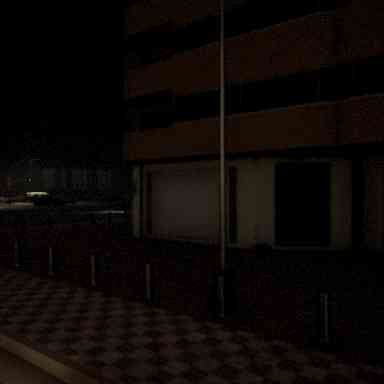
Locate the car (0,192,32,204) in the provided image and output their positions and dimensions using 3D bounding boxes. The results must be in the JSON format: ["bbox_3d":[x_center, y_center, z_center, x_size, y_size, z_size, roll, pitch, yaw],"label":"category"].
[{"bbox_3d":[-36.837,1.205,69.628,1.932,1.855,4.605,0,0,35],"label":"car"}]

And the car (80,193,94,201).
[{"bbox_3d":[-26.777,1.206,83.972,1.905,1.878,3.866,0,0,35],"label":"car"}]

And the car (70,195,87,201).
[{"bbox_3d":[-29.139,1.446,85.647,1.970,1.475,3.806,0,0,35],"label":"car"}]

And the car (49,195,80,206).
[{"bbox_3d":[-22.963,1.447,59.983,1.970,1.475,3.806,0,0,35],"label":"car"}]

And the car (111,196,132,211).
[{"bbox_3d":[-7.478,1.578,41.764,1.812,1.442,4.674,0,0,35],"label":"car"}]
